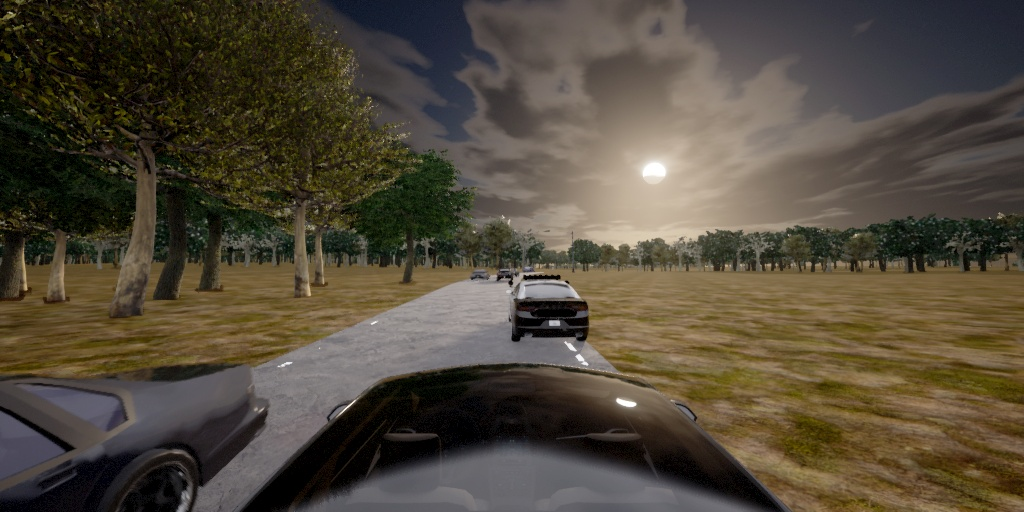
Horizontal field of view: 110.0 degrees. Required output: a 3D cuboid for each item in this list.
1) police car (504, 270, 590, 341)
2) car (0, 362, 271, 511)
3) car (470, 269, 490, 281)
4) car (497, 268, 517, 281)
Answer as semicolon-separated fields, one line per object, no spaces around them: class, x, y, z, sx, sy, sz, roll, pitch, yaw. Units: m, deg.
police car;0.865;1.369;10.661;1.930;1.638;5.238;0;-1;-2
car;-3.194;1.284;0.966;2.033;1.411;5.357;-4;-1;0
car;-3.891;2.289;43.945;1.994;1.385;4.181;-1;-1;3
car;-0.759;2.155;42.636;1.837;1.490;4.892;-1;-1;2
